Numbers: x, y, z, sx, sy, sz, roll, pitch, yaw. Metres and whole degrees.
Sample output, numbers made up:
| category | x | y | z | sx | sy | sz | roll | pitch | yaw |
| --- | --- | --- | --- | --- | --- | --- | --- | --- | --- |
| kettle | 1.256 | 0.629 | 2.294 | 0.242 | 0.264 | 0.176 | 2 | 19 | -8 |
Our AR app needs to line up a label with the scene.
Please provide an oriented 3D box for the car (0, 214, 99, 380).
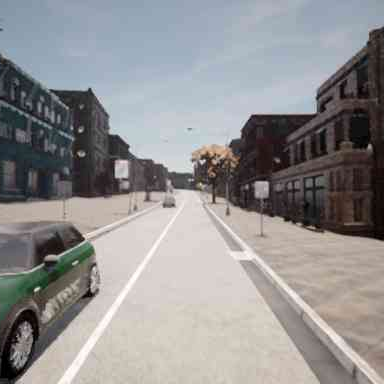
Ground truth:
| category | x | y | z | sx | sy | sz | roll | pitch | yaw |
| --- | --- | --- | --- | --- | --- | --- | --- | --- | --- |
| car | -3.100 | 1.343 | 5.463 | 2.097 | 1.767 | 4.553 | 0 | 0 | 0 |

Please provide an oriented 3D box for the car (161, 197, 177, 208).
| category | x | y | z | sx | sy | sz | roll | pitch | yaw |
| --- | --- | --- | --- | --- | --- | --- | --- | --- | --- |
| car | -3.148 | 1.419 | 46.564 | 1.837 | 1.490 | 4.892 | 0 | 0 | 0 |
